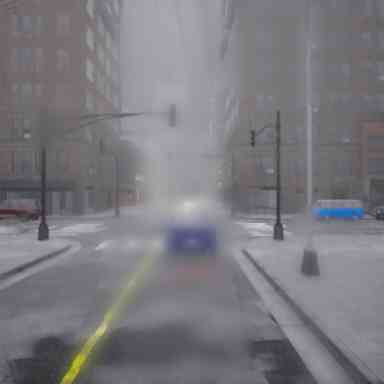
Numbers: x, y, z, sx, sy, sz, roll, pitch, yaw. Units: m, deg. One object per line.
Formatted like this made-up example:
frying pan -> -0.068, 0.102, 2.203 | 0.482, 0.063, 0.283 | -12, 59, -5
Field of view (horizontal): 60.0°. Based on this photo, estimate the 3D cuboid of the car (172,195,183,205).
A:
car -> -2.995, 1.747, 71.488 | 2.150, 2.045, 5.566 | 0, 0, 0

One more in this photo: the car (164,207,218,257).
car -> -0.114, 1.573, 13.535 | 1.882, 1.535, 5.008 | 0, 0, -3

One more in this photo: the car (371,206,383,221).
car -> 17.652, 1.530, 27.569 | 5.009, 1.841, 2.192 | 0, 0, 0

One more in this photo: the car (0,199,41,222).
car -> -14.891, 1.505, 27.786 | 5.009, 1.841, 2.192 | 0, 0, 0

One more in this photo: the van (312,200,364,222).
van -> 12.056, 1.552, 27.605 | 3.998, 1.788, 1.690 | 0, 0, 0

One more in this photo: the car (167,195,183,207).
car -> -3.057, 1.769, 56.010 | 2.097, 1.767, 4.553 | 0, 0, 0
